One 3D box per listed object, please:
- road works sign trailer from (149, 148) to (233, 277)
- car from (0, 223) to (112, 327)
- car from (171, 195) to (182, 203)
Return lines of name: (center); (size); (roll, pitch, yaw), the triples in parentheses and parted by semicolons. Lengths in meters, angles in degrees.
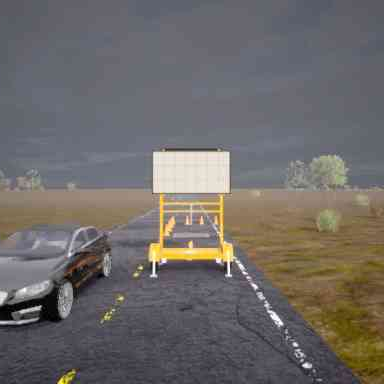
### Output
road works sign trailer: (-0.021, 0.465, 10.236); (2.380, 3.560, 2.880); (0, 0, 0)
car: (-3.114, 1.492, 7.318); (2.128, 1.511, 4.902); (0, 0, 0)
car: (-3.139, 1.357, 68.132); (2.097, 1.767, 4.553); (0, 0, 0)
